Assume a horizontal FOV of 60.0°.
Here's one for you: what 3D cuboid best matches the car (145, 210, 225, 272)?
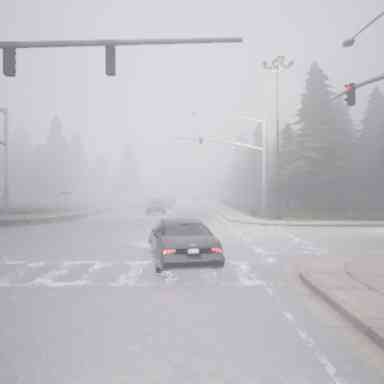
[{"bbox_3d":[-0.396,1.540,10.839,2.033,1.411,5.357,0,0,-10],"label":"car"}]

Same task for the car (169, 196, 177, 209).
[{"bbox_3d":[-3.565,1.441,43.664,2.128,1.511,4.902,0,0,0],"label":"car"}]

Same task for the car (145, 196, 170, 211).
[{"bbox_3d":[-3.592,1.468,34.012,1.837,1.490,4.892,0,0,0],"label":"car"}]

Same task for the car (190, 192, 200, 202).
[{"bbox_3d":[0.656,1.119,71.746,2.150,2.045,5.566,0,0,2],"label":"car"}]

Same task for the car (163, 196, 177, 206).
[{"bbox_3d":[-3.443,1.439,53.541,1.837,1.490,4.892,0,0,1],"label":"car"}]
